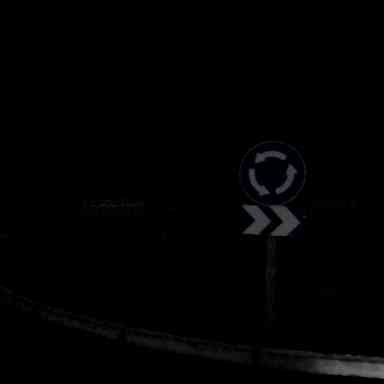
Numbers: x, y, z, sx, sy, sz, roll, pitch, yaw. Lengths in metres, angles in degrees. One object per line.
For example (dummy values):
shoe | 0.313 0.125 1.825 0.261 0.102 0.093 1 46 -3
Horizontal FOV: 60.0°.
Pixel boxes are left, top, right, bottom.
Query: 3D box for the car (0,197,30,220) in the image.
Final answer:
car | -12.248 1.062 20.264 2.128 1.511 4.902 0 1 20

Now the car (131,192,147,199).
car | -11.095 0.757 69.982 1.882 1.535 5.008 1 0 15
